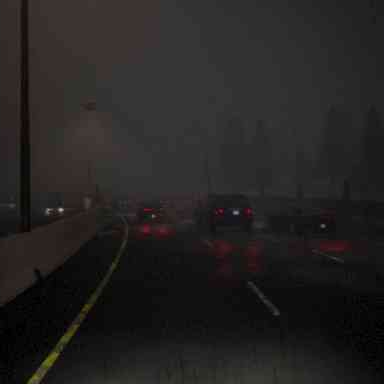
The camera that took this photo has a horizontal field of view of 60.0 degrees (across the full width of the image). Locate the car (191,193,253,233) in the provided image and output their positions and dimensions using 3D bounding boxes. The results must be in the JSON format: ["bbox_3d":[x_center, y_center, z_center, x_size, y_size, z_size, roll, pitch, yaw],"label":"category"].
[{"bbox_3d":[1.646,1.079,18.712,2.150,2.045,5.566,0,0,-10],"label":"car"}]

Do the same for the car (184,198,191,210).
[{"bbox_3d":[0.662,1.211,35.661,1.882,1.535,5.008,0,0,-19],"label":"car"}]

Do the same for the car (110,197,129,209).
[{"bbox_3d":[-8.643,1.263,40.277,2.033,1.411,5.357,0,0,-24],"label":"car"}]

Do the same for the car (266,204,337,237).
[{"bbox_3d":[5.425,1.340,17.206,1.882,1.535,5.008,0,0,-9],"label":"car"}]

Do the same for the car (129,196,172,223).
[{"bbox_3d":[-3.051,1.320,23.698,2.128,1.511,4.902,0,0,-14],"label":"car"}]

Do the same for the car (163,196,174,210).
[{"bbox_3d":[-3.412,1.225,36.579,2.128,1.511,4.902,0,0,-20],"label":"car"}]
